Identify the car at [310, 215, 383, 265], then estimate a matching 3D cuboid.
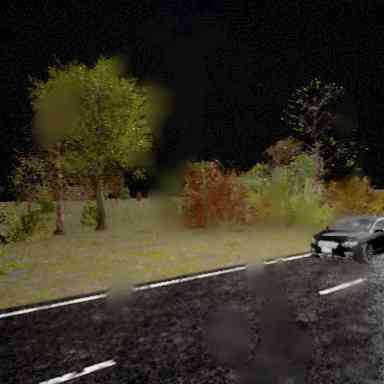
[{"bbox_3d":[6.403,1.652,12.472,4.902,1.511,2.128,0,-2,-37],"label":"car"}]
